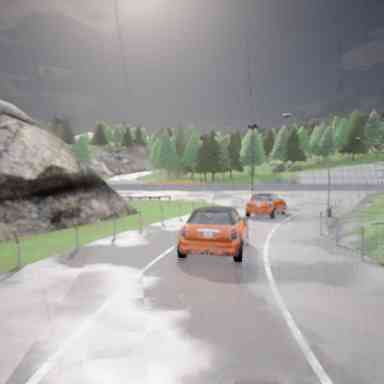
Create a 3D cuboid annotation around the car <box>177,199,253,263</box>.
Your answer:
[{"bbox_3d":[0.955,1.294,12.260,2.097,1.767,4.553,1,1,13],"label":"car"}]

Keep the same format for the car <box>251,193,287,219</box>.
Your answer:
[{"bbox_3d":[5.629,0.865,24.872,2.097,1.767,4.553,2,3,28],"label":"car"}]
